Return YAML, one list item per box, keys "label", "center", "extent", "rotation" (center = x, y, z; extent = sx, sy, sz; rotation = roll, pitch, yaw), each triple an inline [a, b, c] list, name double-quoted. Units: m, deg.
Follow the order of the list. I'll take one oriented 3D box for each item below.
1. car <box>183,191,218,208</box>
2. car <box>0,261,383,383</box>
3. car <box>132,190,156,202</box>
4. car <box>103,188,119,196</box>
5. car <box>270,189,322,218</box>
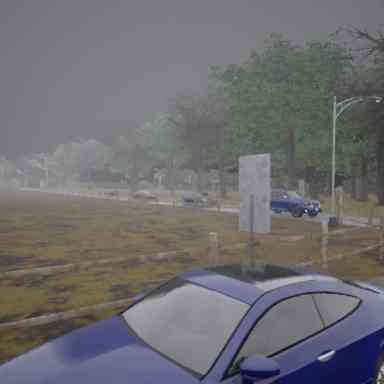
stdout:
- label: "car"
  center: [0.945, 0.708, 35.428]
  extent: [2.097, 1.767, 4.553]
  rotation: [0, 1, -33]
- label: "car"
  center: [0.395, 1.526, 3.309]
  extent: [4.674, 1.442, 1.812]
  rotation: [0, 0, -35]
- label: "car"
  center: [-6.559, 0.524, 46.000]
  extent: [1.882, 1.535, 5.008]
  rotation: [0, 2, -35]
- label: "car"
  center: [-15.539, 0.087, 63.682]
  extent: [1.837, 1.490, 4.892]
  rotation: [0, 1, -35]
- label: "car"
  center: [7.429, 0.840, 26.294]
  extent: [2.150, 2.045, 5.566]
  rotation: [0, 1, -35]
